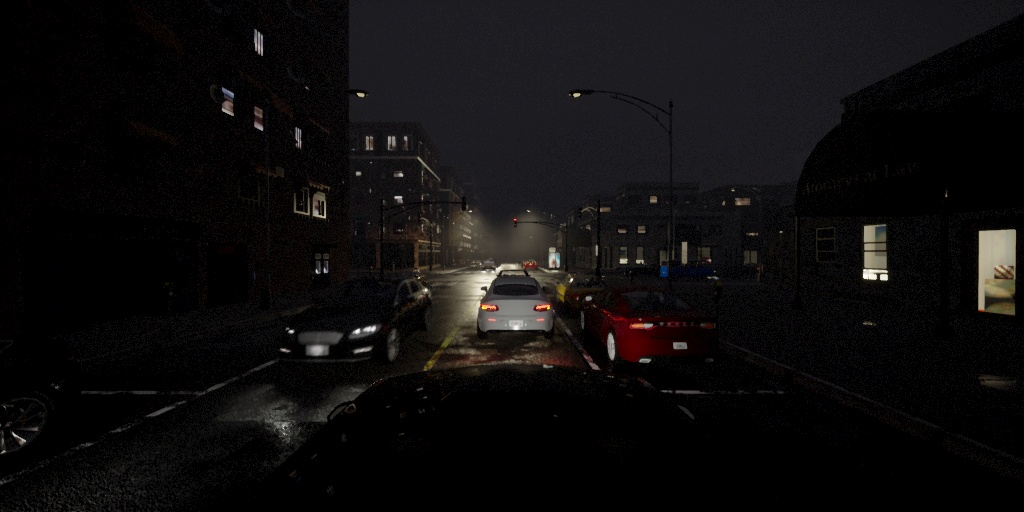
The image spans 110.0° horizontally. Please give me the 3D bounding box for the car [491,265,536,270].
[{"bbox_3d":[0.077,1.353,19.063,1.895,1.301,4.718,0,0,0],"label":"car"}]

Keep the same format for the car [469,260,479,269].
[{"bbox_3d":[-5.798,1.331,57.472,2.007,1.370,4.403,0,0,0],"label":"car"}]

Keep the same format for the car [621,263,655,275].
[{"bbox_3d":[13.424,1.382,35.902,4.718,1.301,1.895,0,0,-1],"label":"car"}]

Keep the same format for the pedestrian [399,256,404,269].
[{"bbox_3d":[-12.707,0.831,41.188,0.375,1.860,0.375,0,0,-1],"label":"pedestrian"}]

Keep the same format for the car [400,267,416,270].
[{"bbox_3d":[-5.725,1.278,19.150,1.751,1.417,4.829,0,0,0],"label":"car"}]

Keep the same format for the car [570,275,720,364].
[{"bbox_3d":[2.678,1.295,7.938,1.888,1.381,4.507,0,0,0],"label":"car"}]

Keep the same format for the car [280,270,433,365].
[{"bbox_3d":[-3.112,1.241,8.175,2.128,1.511,4.902,0,0,0],"label":"car"}]

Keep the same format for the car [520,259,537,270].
[{"bbox_3d":[2.594,1.213,51.803,1.967,1.591,4.097,0,0,0],"label":"car"}]

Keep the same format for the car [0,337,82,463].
[{"bbox_3d":[-5.692,1.316,2.231,1.948,1.339,4.313,0,0,0],"label":"car"}]

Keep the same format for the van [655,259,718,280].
[{"bbox_3d":[14.601,1.164,30.125,3.998,1.789,1.690,0,0,-1],"label":"van"}]

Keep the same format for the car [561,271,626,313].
[{"bbox_3d":[2.667,1.276,13.805,1.751,1.417,4.829,0,0,0],"label":"car"}]

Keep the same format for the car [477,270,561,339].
[{"bbox_3d":[0.084,1.276,9.952,1.812,1.442,4.674,0,0,0],"label":"car"}]

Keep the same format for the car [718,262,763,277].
[{"bbox_3d":[22.343,1.368,35.982,4.181,1.385,1.994,0,0,0],"label":"car"}]

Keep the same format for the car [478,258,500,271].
[{"bbox_3d":[-3.193,1.320,50.827,2.033,1.411,5.357,0,0,0],"label":"car"}]
